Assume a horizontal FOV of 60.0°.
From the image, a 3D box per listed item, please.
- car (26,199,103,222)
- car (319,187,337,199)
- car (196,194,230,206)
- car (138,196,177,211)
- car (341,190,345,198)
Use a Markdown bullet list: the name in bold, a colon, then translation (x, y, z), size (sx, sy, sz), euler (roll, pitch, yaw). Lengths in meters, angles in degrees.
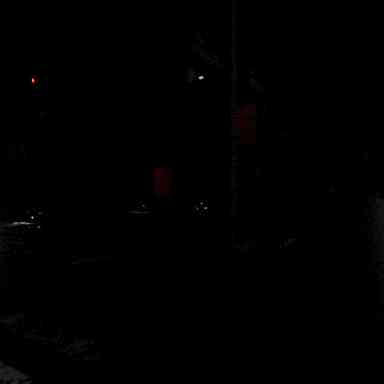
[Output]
- **car**: translation (-8.988, 1.249, 24.050), size (2.033, 1.411, 5.357), euler (0, 1, 35)
- **car**: translation (24.948, 0.107, 61.049), size (2.150, 2.045, 5.566), euler (0, 1, 35)
- **car**: translation (2.656, 0.896, 40.739), size (2.033, 1.411, 5.357), euler (0, 1, 36)
- **car**: translation (-3.286, 1.090, 32.221), size (1.994, 1.385, 4.181), euler (0, 1, 35)
- **car**: translation (28.200, 0.379, 60.022), size (1.837, 1.490, 4.892), euler (0, 1, 34)
